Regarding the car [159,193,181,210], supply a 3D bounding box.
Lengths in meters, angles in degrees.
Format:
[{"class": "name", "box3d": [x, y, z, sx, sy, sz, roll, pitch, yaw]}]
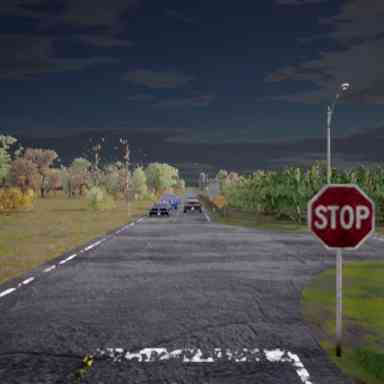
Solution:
[{"class": "car", "box3d": [-2.867, 1.169, 42.574, 2.150, 2.045, 5.566, 0, 0, 1]}]

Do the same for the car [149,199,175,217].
[{"class": "car", "box3d": [-2.865, 1.567, 30.885, 1.895, 1.301, 4.718, 0, 0, 0]}]

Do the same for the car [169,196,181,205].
[{"class": "car", "box3d": [-2.857, 1.439, 56.650, 1.812, 1.442, 4.674, 0, 0, 0]}]

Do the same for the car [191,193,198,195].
[{"class": "car", "box3d": [-0.018, 1.403, 62.523, 1.837, 1.490, 4.892, 0, 1, 0]}]

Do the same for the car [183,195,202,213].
[{"class": "car", "box3d": [0.078, 1.462, 37.154, 1.837, 1.490, 4.892, 0, 0, 0]}]

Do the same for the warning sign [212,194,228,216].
[{"class": "warning sign", "box3d": [2.431, 1.085, 28.700, 1.300, 1.860, 1.060, 0, 0, 0]}]
